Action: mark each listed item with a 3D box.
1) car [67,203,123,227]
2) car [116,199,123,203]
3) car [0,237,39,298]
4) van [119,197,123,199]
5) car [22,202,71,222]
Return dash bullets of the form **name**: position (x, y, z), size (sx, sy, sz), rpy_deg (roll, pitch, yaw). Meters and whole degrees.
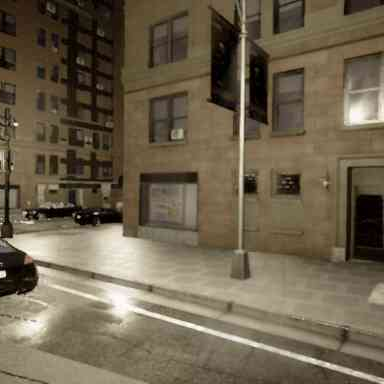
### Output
- **car**: position (-6.387, 1.732, 24.033), size (1.947, 1.339, 4.313), rpy_deg (1, 0, 36)
- **car**: position (-5.552, 1.710, 35.348), size (1.994, 1.385, 4.181), rpy_deg (1, 0, 36)
- **car**: position (-5.330, 1.548, 7.477), size (4.181, 1.385, 1.994), rpy_deg (0, 0, 35)
- **van**: position (-6.868, 1.456, 37.936), size (1.690, 1.788, 3.998), rpy_deg (1, 0, 36)
- **car**: position (-11.335, 1.561, 27.324), size (2.128, 1.511, 4.902), rpy_deg (1, 0, 38)
